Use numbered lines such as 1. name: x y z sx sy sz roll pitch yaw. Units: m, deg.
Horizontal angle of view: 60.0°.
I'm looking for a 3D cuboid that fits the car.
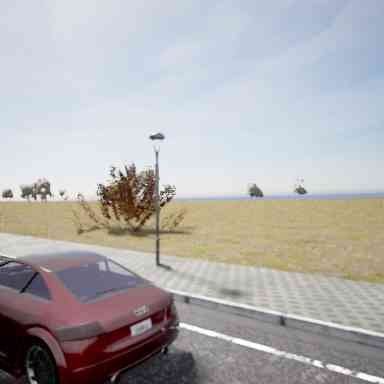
1. car: -2.236 1.608 5.164 4.181 1.385 1.994 -1 0 36
